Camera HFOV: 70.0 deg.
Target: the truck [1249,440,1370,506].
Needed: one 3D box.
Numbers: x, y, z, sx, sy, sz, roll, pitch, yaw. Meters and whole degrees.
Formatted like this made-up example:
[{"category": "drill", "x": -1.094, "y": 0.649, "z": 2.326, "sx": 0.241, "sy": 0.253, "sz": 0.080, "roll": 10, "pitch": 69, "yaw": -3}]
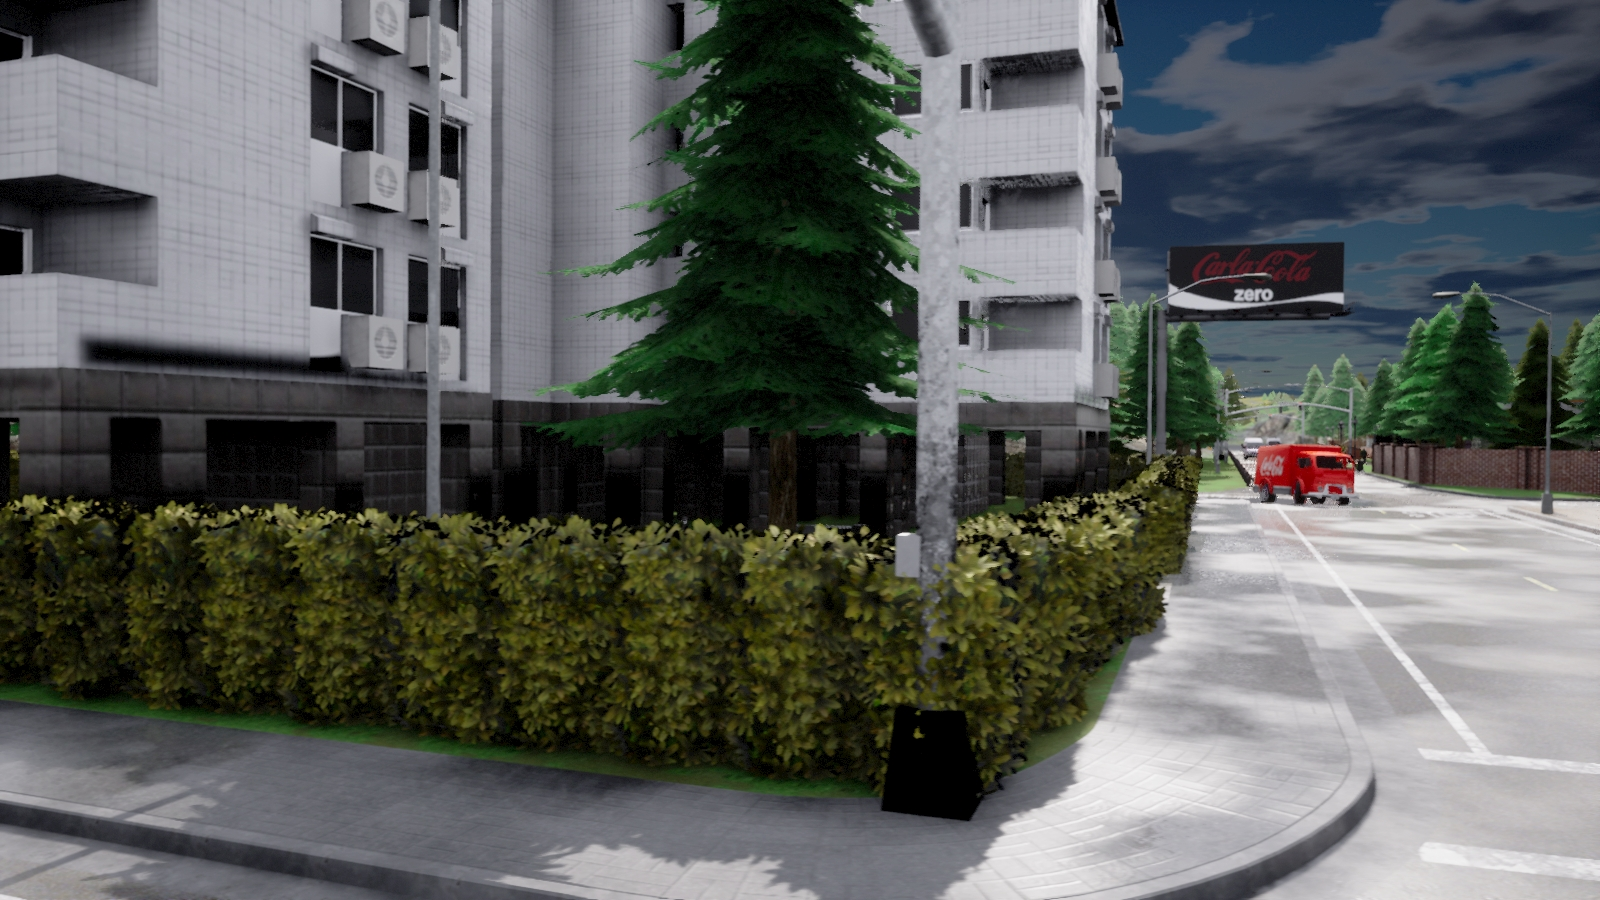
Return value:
[{"category": "truck", "x": 20.883, "y": 0.939, "z": 47.110, "sx": 2.627, "sy": 2.467, "sz": 5.204, "roll": 2, "pitch": -1, "yaw": 0}]
